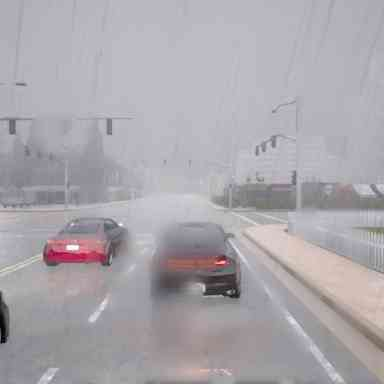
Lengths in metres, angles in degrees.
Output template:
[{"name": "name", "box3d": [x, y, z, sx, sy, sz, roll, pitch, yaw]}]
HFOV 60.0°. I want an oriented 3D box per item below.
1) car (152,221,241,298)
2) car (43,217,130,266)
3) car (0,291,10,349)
[{"name": "car", "box3d": [0.088, 1.505, 8.478, 1.837, 1.490, 4.892, 0, 0, 0]}, {"name": "car", "box3d": [-3.416, 1.563, 11.517, 1.994, 1.385, 4.181, 0, 0, 0]}, {"name": "car", "box3d": [-3.408, 1.491, 2.609, 2.128, 1.511, 4.902, 0, 0, 0]}]
